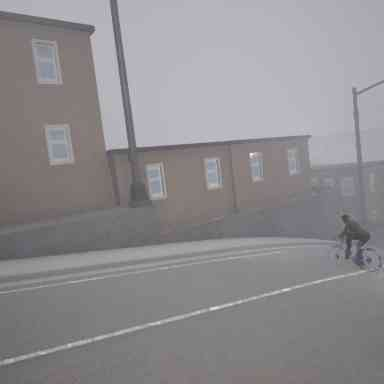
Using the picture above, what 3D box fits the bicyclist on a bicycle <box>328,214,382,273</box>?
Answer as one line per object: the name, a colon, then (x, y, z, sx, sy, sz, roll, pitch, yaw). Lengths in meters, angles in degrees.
bicyclist on a bicycle: (4.683, 1.486, 9.737, 0.582, 1.620, 1.656, -1, -2, -34)
